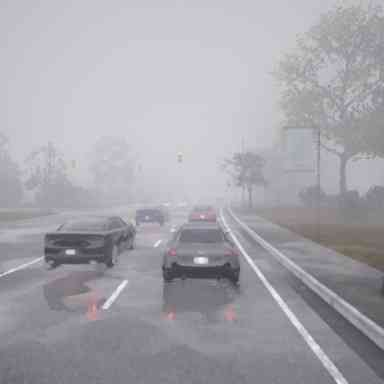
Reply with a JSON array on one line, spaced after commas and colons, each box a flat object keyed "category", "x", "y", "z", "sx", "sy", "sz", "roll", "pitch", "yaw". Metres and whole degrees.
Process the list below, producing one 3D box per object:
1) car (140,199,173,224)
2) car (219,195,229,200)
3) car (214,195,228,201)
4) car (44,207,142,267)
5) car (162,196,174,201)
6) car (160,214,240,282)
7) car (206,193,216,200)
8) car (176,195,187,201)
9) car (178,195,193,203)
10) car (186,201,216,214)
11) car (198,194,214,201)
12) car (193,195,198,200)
[{"category": "car", "x": -2.741, "y": 1.485, "z": 23.708, "sx": 1.882, "sy": 1.535, "sz": 5.008, "roll": 0, "pitch": 0, "yaw": 3}, {"category": "car", "x": 8.859, "y": 1.445, "z": 91.906, "sx": 2.033, "sy": 1.411, "sz": 5.357, "roll": 0, "pitch": 0, "yaw": 11}, {"category": "car", "x": 7.032, "y": 1.505, "z": 81.808, "sx": 1.882, "sy": 1.535, "sz": 5.008, "roll": 0, "pitch": 0, "yaw": 10}, {"category": "car", "x": -3.206, "y": 1.481, "z": 11.394, "sx": 1.882, "sy": 1.535, "sz": 5.008, "roll": 0, "pitch": 0, "yaw": 1}, {"category": "car", "x": -5.217, "y": 1.549, "z": 71.577, "sx": 2.128, "sy": 1.511, "sz": 4.902, "roll": 0, "pitch": 0, "yaw": 8}, {"category": "car", "x": 0.257, "y": 1.568, "z": 9.797, "sx": 1.994, "sy": 1.385, "sz": 4.181, "roll": 0, "pitch": 0, "yaw": 1}, {"category": "car", "x": 5.335, "y": 1.241, "z": 92.115, "sx": 2.097, "sy": 1.767, "sz": 4.553, "roll": 0, "pitch": 0, "yaw": 11}, {"category": "car", "x": -2.718, "y": 1.539, "z": 87.053, "sx": 2.128, "sy": 1.511, "sz": 4.902, "roll": 0, "pitch": 0, "yaw": 10}, {"category": "car", "x": -1.767, "y": 1.550, "z": 70.988, "sx": 2.128, "sy": 1.511, "sz": 4.902, "roll": 0, "pitch": 0, "yaw": 8}, {"category": "car", "x": 0.770, "y": 1.573, "z": 23.819, "sx": 1.994, "sy": 1.385, "sz": 4.181, "roll": 0, "pitch": 0, "yaw": 3}, {"category": "car", "x": 3.503, "y": 1.502, "z": 81.941, "sx": 1.882, "sy": 1.535, "sz": 5.008, "roll": 0, "pitch": 0, "yaw": 10}, {"category": "car", "x": 0.728, "y": 1.516, "z": 86.441, "sx": 1.837, "sy": 1.490, "sz": 4.892, "roll": 0, "pitch": 0, "yaw": 10}]
